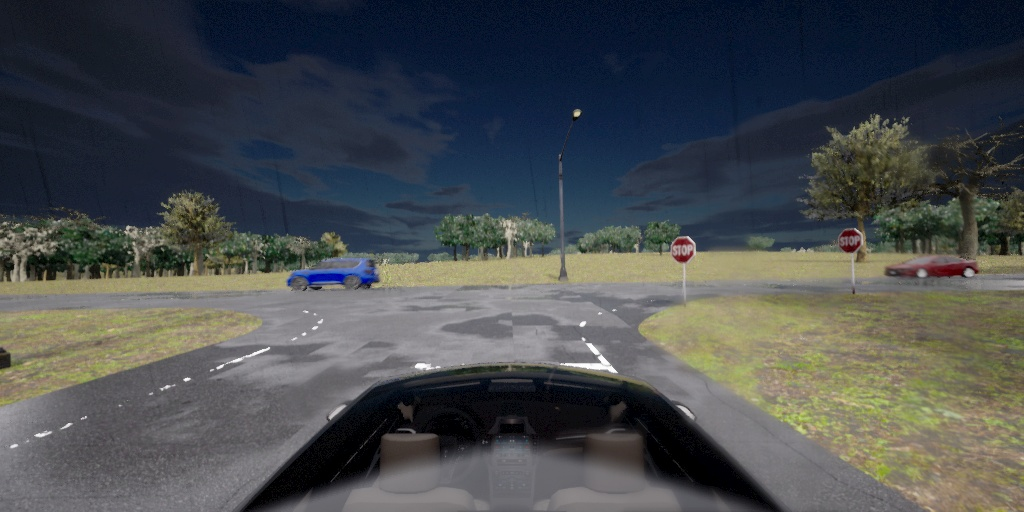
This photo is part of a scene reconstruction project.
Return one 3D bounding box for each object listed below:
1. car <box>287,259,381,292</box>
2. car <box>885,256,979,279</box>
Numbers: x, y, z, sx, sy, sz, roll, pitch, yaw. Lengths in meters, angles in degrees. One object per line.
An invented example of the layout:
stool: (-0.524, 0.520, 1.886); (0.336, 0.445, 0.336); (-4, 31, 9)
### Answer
car: (-11.466, 1.236, 23.325); (5.566, 2.045, 2.150); (-1, -2, 0)
car: (27.876, 0.772, 23.930); (5.008, 1.535, 1.882); (-2, -2, -1)
